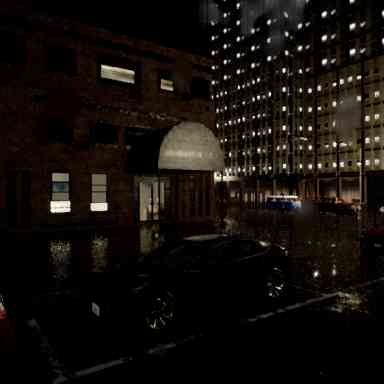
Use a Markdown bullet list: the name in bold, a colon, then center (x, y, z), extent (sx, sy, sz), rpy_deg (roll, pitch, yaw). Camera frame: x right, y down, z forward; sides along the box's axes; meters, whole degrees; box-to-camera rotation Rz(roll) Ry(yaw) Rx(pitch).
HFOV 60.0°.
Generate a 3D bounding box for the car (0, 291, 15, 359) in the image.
- **car**: center (-4.282, 1.440, 3.516), extent (4.097, 1.590, 1.967), rpy_deg (0, 0, -35)

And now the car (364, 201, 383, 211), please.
- **car**: center (20.004, 1.499, 36.525), extent (2.008, 1.369, 4.403), rpy_deg (0, 0, -35)

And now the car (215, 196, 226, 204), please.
- **car**: center (4.086, 1.437, 59.407), extent (1.752, 1.417, 4.829), rpy_deg (0, 0, -35)

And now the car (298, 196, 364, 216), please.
- **car**: center (13.123, 1.308, 31.738), extent (2.192, 1.841, 5.009), rpy_deg (0, 0, -35)

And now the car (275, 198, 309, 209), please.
- **car**: center (13.676, 1.514, 45.622), extent (1.802, 1.307, 4.206), rpy_deg (0, 0, -35)

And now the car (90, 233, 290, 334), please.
- **car**: center (0.185, 1.565, 6.764), extent (4.313, 1.339, 1.947), rpy_deg (0, 0, -35)

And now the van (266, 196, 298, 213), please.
- **van**: center (9.959, 1.326, 36.287), extent (1.690, 1.788, 3.998), rpy_deg (0, 0, -35)

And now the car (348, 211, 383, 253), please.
- **car**: center (8.031, 1.543, 12.430), extent (4.507, 1.381, 1.887), rpy_deg (0, 0, -35)
